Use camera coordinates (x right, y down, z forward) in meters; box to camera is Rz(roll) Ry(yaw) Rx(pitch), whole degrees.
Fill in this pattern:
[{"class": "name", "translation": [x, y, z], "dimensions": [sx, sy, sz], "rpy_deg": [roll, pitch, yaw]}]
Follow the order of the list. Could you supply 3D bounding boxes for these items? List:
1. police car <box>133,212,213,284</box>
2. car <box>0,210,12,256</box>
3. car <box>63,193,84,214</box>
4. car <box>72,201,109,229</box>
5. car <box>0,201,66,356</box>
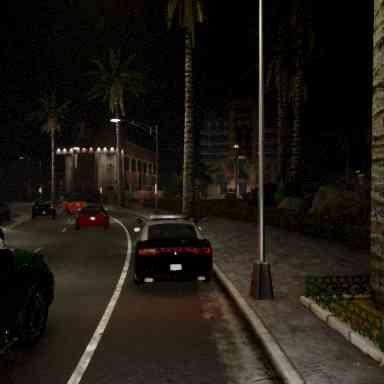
[{"class": "police car", "translation": [-0.678, 1.424, 9.770], "dimensions": [1.930, 1.638, 5.238], "rpy_deg": [0, 0, -7]}, {"class": "car", "translation": [-7.404, 1.472, 9.989], "dimensions": [1.882, 1.535, 5.008], "rpy_deg": [0, 0, -8]}, {"class": "car", "translation": [-12.683, 1.342, 35.758], "dimensions": [2.097, 1.767, 4.553], "rpy_deg": [0, 0, -30]}, {"class": "car", "translation": [-6.510, 1.559, 21.773], "dimensions": [1.994, 1.385, 4.181], "rpy_deg": [0, 0, -16]}, {"class": "car", "translation": [-3.230, 1.220, 3.040], "dimensions": [2.150, 2.045, 5.566], "rpy_deg": [0, 0, -2]}]
